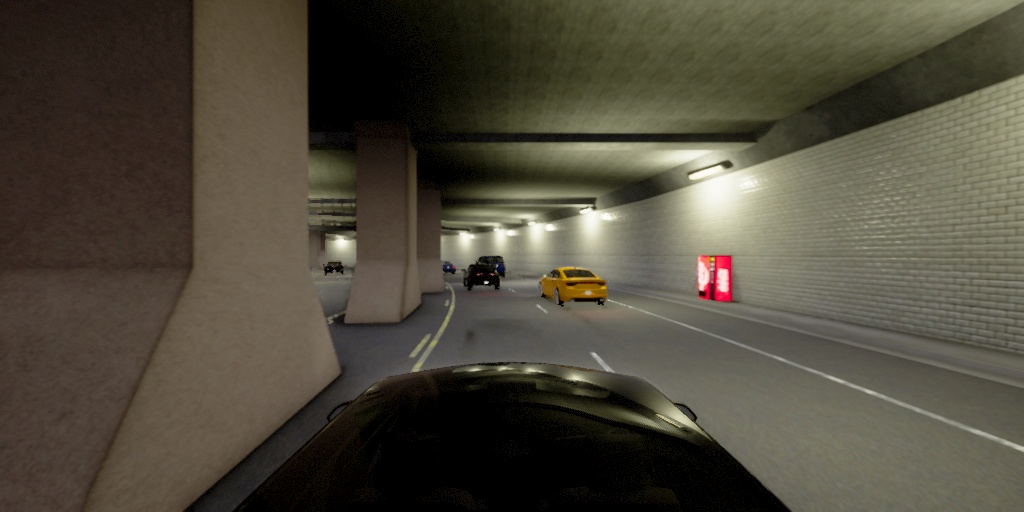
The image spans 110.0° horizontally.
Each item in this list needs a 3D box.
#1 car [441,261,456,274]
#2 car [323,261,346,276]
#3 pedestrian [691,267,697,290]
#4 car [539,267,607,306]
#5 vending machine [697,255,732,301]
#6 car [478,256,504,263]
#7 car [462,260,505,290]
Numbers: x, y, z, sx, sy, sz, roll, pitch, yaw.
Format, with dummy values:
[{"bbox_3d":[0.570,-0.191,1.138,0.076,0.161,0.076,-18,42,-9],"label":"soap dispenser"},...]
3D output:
[{"bbox_3d":[-7.794,1.279,40.223,2.033,1.411,5.357,0,0,-24],"label":"car"},{"bbox_3d":[-18.923,1.264,38.220,1.837,1.490,4.892,0,-1,-27],"label":"car"},{"bbox_3d":[8.464,0.989,16.380,0.500,1.100,0.500,0,0,-8],"label":"pedestrian"},{"bbox_3d":[2.521,1.227,15.871,1.882,1.535,5.008,0,0,-8],"label":"car"},{"bbox_3d":[8.614,0.943,15.277,1.100,2.100,0.880,0,0,-7],"label":"vending machine"},{"bbox_3d":[-2.356,0.973,35.504,2.150,2.045,5.566,0,0,-20],"label":"car"},{"bbox_3d":[-2.005,1.222,22.595,1.837,1.490,4.892,1,0,-13],"label":"car"}]
